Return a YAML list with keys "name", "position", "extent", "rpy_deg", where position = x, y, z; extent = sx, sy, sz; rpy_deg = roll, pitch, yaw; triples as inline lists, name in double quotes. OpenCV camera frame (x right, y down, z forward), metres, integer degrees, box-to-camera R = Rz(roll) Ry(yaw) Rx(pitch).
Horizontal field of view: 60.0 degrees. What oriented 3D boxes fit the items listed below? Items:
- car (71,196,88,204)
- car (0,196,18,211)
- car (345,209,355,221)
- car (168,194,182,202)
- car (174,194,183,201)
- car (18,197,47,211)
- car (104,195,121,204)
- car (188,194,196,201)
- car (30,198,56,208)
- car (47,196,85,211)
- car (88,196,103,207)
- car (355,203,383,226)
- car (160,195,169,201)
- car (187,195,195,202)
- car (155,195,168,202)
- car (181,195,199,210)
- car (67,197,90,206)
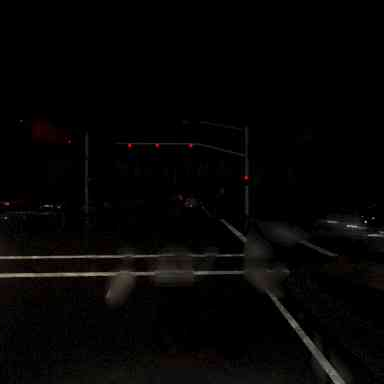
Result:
- name: "car"
  position: [-22.171, 1.525, 65.570]
  extent: [1.812, 1.442, 4.674]
  rpy_deg: [0, 0, 0]
- name: "car"
  position: [-22.203, 1.352, 40.447]
  extent: [2.097, 1.767, 4.553]
  rpy_deg: [0, 0, 0]
- name: "car"
  position: [13.982, 1.526, 24.967]
  extent: [4.674, 1.442, 1.812]
  rpy_deg: [0, 0, 1]
- name: "car"
  position: [-3.648, 1.551, 74.675]
  extent: [1.994, 1.385, 4.181]
  rpy_deg: [0, 0, 1]
- name: "car"
  position: [-3.460, 1.296, 84.504]
  extent: [2.097, 1.767, 4.553]
  rpy_deg: [0, 0, 1]
- name: "car"
  position: [-18.741, 1.547, 40.940]
  extent: [2.033, 1.411, 5.357]
  rpy_deg: [0, 0, 0]
- name: "car"
  position: [-15.198, 1.563, 64.981]
  extent: [1.994, 1.385, 4.181]
  rpy_deg: [0, 0, 1]
- name: "car"
  position: [0.039, 1.419, 84.450]
  extent: [1.882, 1.535, 5.008]
  rpy_deg: [0, 0, 1]
- name: "car"
  position: [-22.219, 1.563, 49.827]
  extent: [1.994, 1.385, 4.181]
  rpy_deg: [0, 0, 0]
- name: "car"
  position: [-15.203, 1.491, 40.390]
  extent: [2.128, 1.511, 4.902]
  rpy_deg: [0, 0, 0]
- name: "car"
  position: [-15.222, 1.564, 49.709]
  extent: [1.994, 1.385, 4.181]
  rpy_deg: [0, 0, 0]
- name: "car"
  position: [13.892, 1.547, 21.468]
  extent: [5.357, 1.411, 2.033]
  rpy_deg: [0, 0, 1]
- name: "car"
  position: [-6.959, 1.465, 84.616]
  extent: [1.812, 1.442, 4.674]
  rpy_deg: [0, 0, 1]
- name: "car"
  position: [-0.151, 1.521, 74.270]
  extent: [1.812, 1.442, 4.674]
  rpy_deg: [0, 0, 1]
- name: "car"
  position: [-7.151, 1.536, 74.255]
  extent: [2.033, 1.411, 5.357]
  rpy_deg: [0, 0, 1]
- name: "car"
  position: [-0.112, 1.525, 43.252]
  extent: [1.812, 1.442, 4.674]
  rpy_deg: [0, 0, 0]
- name: "car"
  position: [-18.730, 1.546, 55.350]
  extent: [2.033, 1.411, 5.357]
  rpy_deg: [0, 0, 0]
